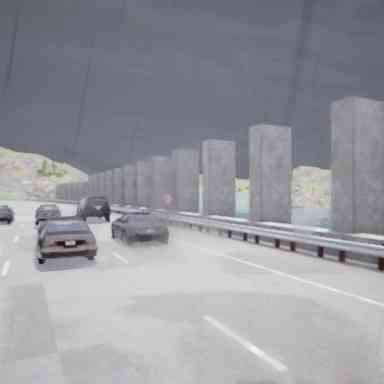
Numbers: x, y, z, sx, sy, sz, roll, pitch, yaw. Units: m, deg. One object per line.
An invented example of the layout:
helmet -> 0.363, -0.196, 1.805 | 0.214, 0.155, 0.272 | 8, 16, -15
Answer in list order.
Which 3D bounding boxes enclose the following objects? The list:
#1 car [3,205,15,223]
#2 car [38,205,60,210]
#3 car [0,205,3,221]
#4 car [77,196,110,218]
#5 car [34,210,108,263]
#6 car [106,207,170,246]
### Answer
car -> -15.261, 1.723, 26.420 | 1.994, 1.385, 4.181 | 0, 0, -25
car -> -11.145, 1.699, 25.848 | 2.033, 1.411, 5.357 | 0, 0, -25
car -> -8.802, 1.429, 12.787 | 2.097, 1.767, 4.553 | 0, 0, -25
car -> -8.398, 1.385, 28.251 | 2.150, 2.045, 5.566 | 0, 0, -25
car -> -4.778, 1.620, 12.423 | 2.033, 1.411, 5.357 | 0, 0, -25
car -> -2.614, 1.655, 16.078 | 1.994, 1.385, 4.181 | 0, 0, -25
